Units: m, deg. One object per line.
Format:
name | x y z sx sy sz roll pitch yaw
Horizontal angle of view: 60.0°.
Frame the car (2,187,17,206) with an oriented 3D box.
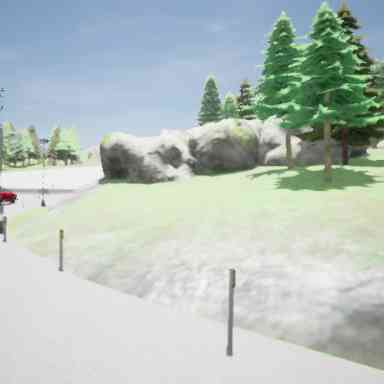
car | -21.483 0.398 36.893 2.150 2.045 5.566 2 1 -7
